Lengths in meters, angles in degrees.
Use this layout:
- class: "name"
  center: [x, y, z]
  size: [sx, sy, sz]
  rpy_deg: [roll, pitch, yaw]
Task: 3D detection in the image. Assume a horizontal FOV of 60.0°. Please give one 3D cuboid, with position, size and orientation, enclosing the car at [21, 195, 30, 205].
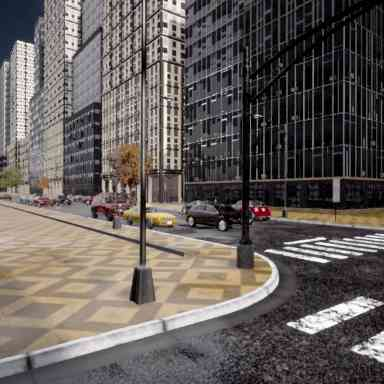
- class: "car"
  center: [-22.953, 1.225, 48.451]
  size: [2.008, 1.369, 4.403]
  rpy_deg: [1, 0, -36]

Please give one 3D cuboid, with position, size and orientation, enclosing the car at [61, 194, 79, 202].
- class: "car"
  center: [-23.061, 1.148, 62.692]
  size: [1.752, 1.417, 4.829]
  rpy_deg: [1, 0, -36]

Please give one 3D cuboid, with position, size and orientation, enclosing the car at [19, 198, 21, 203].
- class: "car"
  center: [-26.327, 1.185, 53.014]
  size: [2.008, 1.369, 4.403]
  rpy_deg: [1, 0, -36]

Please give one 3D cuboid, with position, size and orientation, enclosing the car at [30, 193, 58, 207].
- class: "car"
  center: [-19.579, 1.257, 43.888]
  size: [1.887, 1.381, 4.507]
  rpy_deg: [1, 0, -36]

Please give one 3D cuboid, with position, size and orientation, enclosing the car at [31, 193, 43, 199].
- class: "car"
  center: [-39.830, 0.965, 85.369]
  size: [1.947, 1.339, 4.313]
  rpy_deg: [1, 0, -36]

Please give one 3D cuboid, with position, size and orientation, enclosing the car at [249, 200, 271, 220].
- class: "car"
  center: [4.139, 1.362, 26.129]
  size: [1.967, 1.590, 4.097]
  rpy_deg: [1, 0, -36]

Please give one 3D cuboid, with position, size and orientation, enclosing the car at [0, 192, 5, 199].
- class: "car"
  center: [-46.574, 0.808, 80.396]
  size: [1.967, 1.590, 4.097]
  rpy_deg: [1, 0, -36]

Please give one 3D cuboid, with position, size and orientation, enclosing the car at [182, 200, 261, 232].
- class: "car"
  center: [1.487, 1.425, 19.748]
  size: [1.837, 1.490, 4.892]
  rpy_deg: [0, 0, -36]

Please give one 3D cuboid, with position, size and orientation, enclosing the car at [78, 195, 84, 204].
- class: "car"
  center: [-16.211, 1.250, 53.429]
  size: [1.887, 1.381, 4.507]
  rpy_deg: [1, 0, -36]

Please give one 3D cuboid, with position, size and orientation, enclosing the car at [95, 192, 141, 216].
- class: "car"
  center: [-7.130, 1.058, 31.404]
  size: [2.150, 2.045, 5.566]
  rpy_deg: [0, 0, -37]

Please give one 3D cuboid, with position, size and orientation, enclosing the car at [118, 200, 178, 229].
- class: "car"
  center: [-2.708, 1.416, 20.856]
  size: [1.752, 1.417, 4.829]
  rpy_deg: [1, 0, -36]

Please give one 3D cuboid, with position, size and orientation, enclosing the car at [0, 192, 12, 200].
- class: "car"
  center: [-39.826, 1.006, 71.268]
  size: [1.887, 1.381, 4.507]
  rpy_deg: [1, 0, -36]

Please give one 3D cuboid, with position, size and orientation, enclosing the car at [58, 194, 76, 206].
- class: "car"
  center: [-18.370, 1.221, 46.756]
  size: [1.837, 1.490, 4.892]
  rpy_deg: [0, 0, -36]

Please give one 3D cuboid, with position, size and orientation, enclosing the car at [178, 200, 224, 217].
- class: "car"
  center: [0.737, 1.440, 30.676]
  size: [2.008, 1.369, 4.403]
  rpy_deg: [1, 0, -36]

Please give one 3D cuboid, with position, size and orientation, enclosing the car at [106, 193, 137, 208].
- class: "car"
  center: [-9.461, 1.096, 44.304]
  size: [2.192, 1.841, 5.009]
  rpy_deg: [1, 0, -36]

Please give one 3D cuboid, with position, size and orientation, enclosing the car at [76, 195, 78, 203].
- class: "car"
  center: [-19.585, 1.216, 57.991]
  size: [2.008, 1.369, 4.403]
  rpy_deg: [1, 0, -36]

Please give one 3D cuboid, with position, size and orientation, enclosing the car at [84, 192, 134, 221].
- class: "car"
  center: [-6.159, 1.172, 25.576]
  size: [2.192, 1.841, 5.009]
  rpy_deg: [1, 0, -36]

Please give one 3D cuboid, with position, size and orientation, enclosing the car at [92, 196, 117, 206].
- class: "car"
  center: [-12.939, 1.268, 49.003]
  size: [1.752, 1.417, 4.829]
  rpy_deg: [1, 0, -36]
